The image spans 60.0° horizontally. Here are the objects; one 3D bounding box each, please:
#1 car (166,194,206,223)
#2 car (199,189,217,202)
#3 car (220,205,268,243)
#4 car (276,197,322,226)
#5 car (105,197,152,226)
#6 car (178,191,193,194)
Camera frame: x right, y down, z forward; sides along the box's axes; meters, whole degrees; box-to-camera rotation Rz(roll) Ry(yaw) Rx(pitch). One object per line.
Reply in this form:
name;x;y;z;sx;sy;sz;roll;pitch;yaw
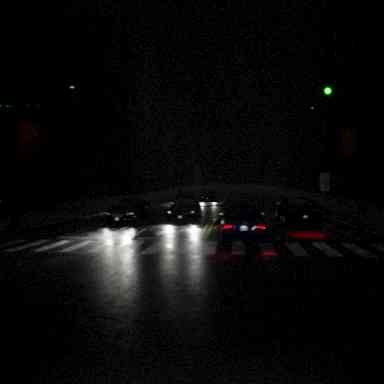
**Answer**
car;-0.408;1.093;21.571;1.812;1.442;4.674;0;2;7
car;2.077;0.443;41.443;1.837;1.490;4.892;0;2;7
car;2.185;1.268;14.475;2.033;1.411;5.357;0;1;7
car;6.064;1.034;19.332;1.882;1.535;5.008;0;2;7
car;-3.806;1.120;20.582;2.128;1.511;4.902;0;2;7
car;-0.948;0.514;43.404;1.895;1.301;4.718;0;2;7
